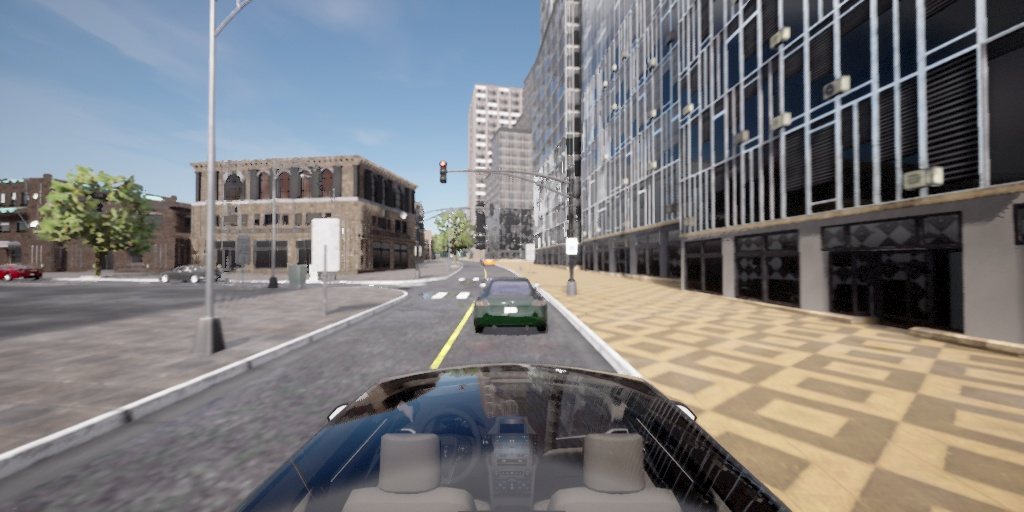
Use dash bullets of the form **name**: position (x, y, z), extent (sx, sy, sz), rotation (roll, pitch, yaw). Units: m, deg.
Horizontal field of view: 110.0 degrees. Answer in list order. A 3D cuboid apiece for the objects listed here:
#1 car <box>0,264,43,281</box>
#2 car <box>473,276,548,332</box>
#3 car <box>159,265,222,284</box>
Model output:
- **car**: position (-41.819, 1.376, 29.916), extent (4.507, 1.381, 1.888), rotation (0, 0, 8)
- **car**: position (-0.056, 1.300, 10.833), extent (1.994, 1.385, 4.181), rotation (0, 0, -1)
- **car**: position (-24.543, 1.361, 27.402), extent (4.403, 1.370, 2.007), rotation (0, 0, 8)
